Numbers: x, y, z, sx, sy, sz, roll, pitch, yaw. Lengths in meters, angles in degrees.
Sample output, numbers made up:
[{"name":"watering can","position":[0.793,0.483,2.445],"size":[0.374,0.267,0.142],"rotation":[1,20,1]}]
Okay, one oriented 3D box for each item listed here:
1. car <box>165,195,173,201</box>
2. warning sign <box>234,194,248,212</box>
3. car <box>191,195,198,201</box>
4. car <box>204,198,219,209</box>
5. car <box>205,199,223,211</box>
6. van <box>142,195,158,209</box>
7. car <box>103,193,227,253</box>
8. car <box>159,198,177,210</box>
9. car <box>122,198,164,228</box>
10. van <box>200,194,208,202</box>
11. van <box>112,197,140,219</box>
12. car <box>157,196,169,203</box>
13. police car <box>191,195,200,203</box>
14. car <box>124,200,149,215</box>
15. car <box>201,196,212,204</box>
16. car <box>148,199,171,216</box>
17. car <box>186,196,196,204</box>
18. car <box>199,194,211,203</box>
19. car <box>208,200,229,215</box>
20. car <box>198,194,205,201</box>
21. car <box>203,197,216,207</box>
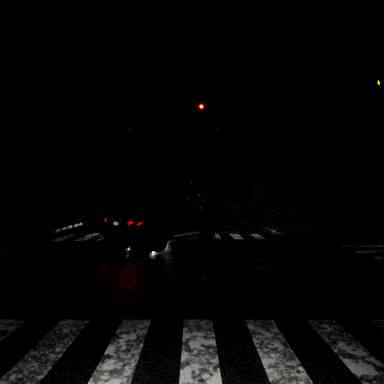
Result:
[{"name":"car","position":[-5.923,1.571,85.006],"size":[1.752,1.417,4.829],"rotation":[0,0,0]},{"name":"warning sign","position":[5.010,1.123,34.068],"size":[1.300,1.860,1.060],"rotation":[0,0,0]},{"name":"car","position":[0.738,1.505,90.254],"size":[1.801,1.575,5.366],"rotation":[0,0,0]},{"name":"car","position":[2.691,1.561,46.500],"size":[1.887,1.381,4.507],"rotation":[0,0,0]},{"name":"car","position":[2.702,1.557,40.974],"size":[1.887,1.381,4.507],"rotation":[0,0,0]},{"name":"van","position":[-5.861,1.357,46.502],"size":[1.690,1.788,3.998],"rotation":[0,0,0]},{"name":"car","position":[-1.067,1.210,14.036],"size":[2.150,2.045,5.566],"rotation":[1,1,39]},{"name":"car","position":[-3.172,1.563,45.239],"size":[2.033,1.411,5.357],"rotation":[0,0,0]},{"name":"car","position":[-3.204,1.355,22.882],"size":[2.097,1.767,4.553],"rotation":[0,0,2]},{"name":"van","position":[2.634,1.378,74.127],"size":[1.690,1.788,3.998],"rotation":[0,0,0]},{"name":"van","position":[-5.833,1.347,29.927],"size":[1.690,1.788,3.998],"rotation":[0,0,0]},{"name":"car","position":[-5.896,1.583,68.601],"size":[2.008,1.369,4.403],"rotation":[0,0,0]},{"name":"police car","position":[0.767,1.462,74.175],"size":[1.930,1.638,5.238],"rotation":[0,0,0]},{"name":"car","position":[-5.842,1.553,35.452],"size":[1.887,1.381,4.507],"rotation":[0,0,0]},{"name":"car","position":[2.657,1.573,63.076],"size":[1.887,1.381,4.507],"rotation":[0,0,0]},{"name":"car","position":[-3.158,1.512,33.228],"size":[1.837,1.490,4.892],"rotation":[0,0,0]},{"name":"car","position":[-0.115,1.534,64.326],"size":[1.837,1.490,4.892],"rotation":[0,0,0]},{"name":"car","position":[2.645,1.348,68.602],"size":[2.192,1.841,5.009],"rotation":[0,0,0]},{"name":"car","position":[2.713,1.553,35.449],"size":[1.887,1.381,4.507],"rotation":[0,0,0]},{"name":"car","position":[2.601,1.490,90.704],"size":[1.967,1.590,4.097],"rotation":[0,0,0]},{"name":"car","position":[2.679,1.546,52.195],"size":[1.752,1.417,4.829],"rotation":[0,0,0]}]
